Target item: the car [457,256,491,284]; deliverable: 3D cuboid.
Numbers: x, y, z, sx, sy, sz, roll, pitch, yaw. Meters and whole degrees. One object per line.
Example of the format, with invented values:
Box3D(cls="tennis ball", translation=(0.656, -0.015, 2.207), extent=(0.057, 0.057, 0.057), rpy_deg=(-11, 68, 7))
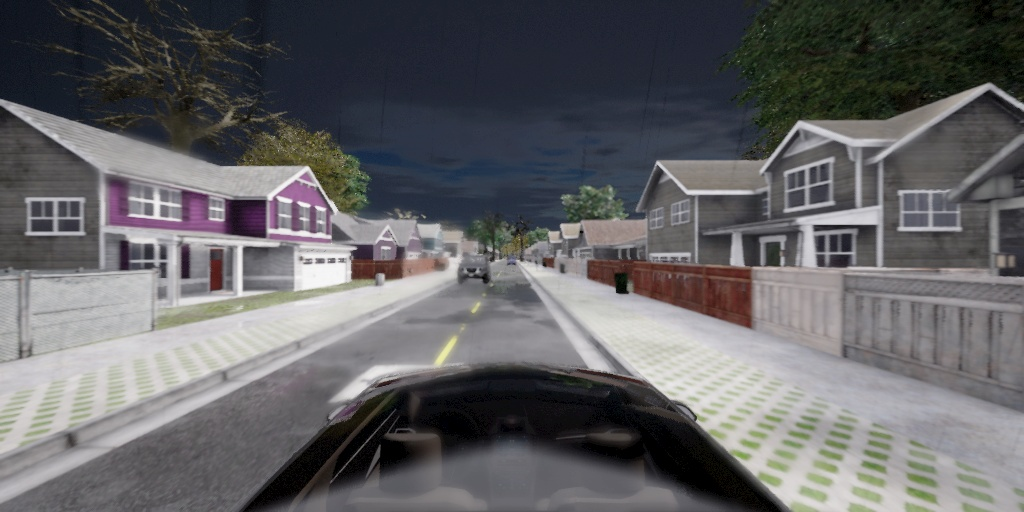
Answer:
Box3D(cls="car", translation=(-2.777, 0.980, 27.434), extent=(2.150, 2.045, 5.566), rpy_deg=(0, 0, 0))
